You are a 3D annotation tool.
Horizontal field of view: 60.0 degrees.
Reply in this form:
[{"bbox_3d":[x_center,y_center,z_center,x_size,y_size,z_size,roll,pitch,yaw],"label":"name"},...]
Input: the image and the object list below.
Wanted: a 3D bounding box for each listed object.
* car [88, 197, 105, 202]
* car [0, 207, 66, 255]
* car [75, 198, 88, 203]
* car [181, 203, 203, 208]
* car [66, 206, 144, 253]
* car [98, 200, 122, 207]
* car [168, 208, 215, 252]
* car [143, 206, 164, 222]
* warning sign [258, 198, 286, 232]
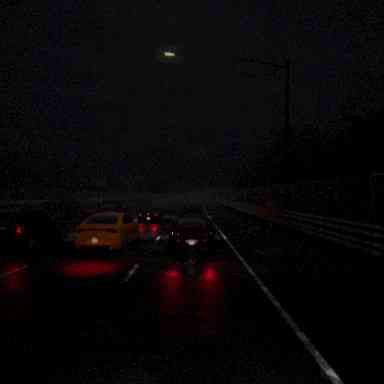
[{"bbox_3d":[-20.270,1.930,72.265,2.097,1.767,4.553,0,-1,2],"label":"car"},{"bbox_3d":[-7.009,1.479,14.054,2.097,1.767,4.553,0,-1,0],"label":"car"},{"bbox_3d":[-23.768,2.072,72.380,1.837,1.490,4.892,0,-1,2],"label":"car"},{"bbox_3d":[-0.018,1.760,29.285,1.837,1.490,4.892,0,0,0],"label":"car"},{"bbox_3d":[-3.506,1.610,14.465,1.882,1.535,5.008,0,0,0],"label":"car"},{"bbox_3d":[-7.016,1.731,29.468,1.882,1.535,5.008,0,0,0],"label":"car"},{"bbox_3d":[-0.007,1.657,14.372,1.812,1.442,4.674,0,0,0],"label":"car"},{"bbox_3d":[-3.521,1.851,29.085,1.895,1.301,4.718,0,0,0],"label":"car"},{"bbox_3d":[4.564,1.290,19.132,1.300,1.860,1.060,2,1,0],"label":"warning sign"}]
